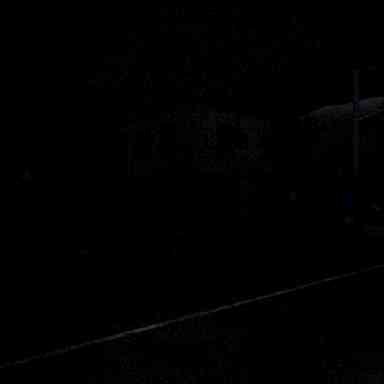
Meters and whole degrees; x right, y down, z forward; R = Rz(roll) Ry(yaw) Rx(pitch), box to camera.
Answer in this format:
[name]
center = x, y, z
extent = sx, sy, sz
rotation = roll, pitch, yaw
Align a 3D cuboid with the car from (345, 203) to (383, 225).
[car]
center = 12.187, 1.507, 23.169
extent = 1.812, 1.442, 4.674
rotation = 0, 0, -41
